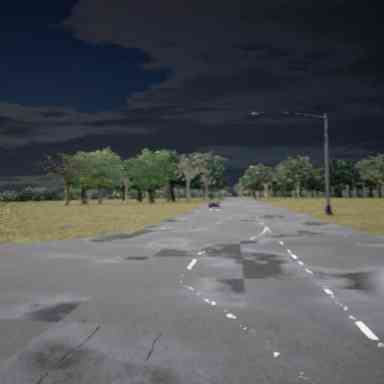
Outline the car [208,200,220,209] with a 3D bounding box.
[{"bbox_3d":[3.664,2.017,55.051,2.033,1.411,5.357,-1,-1,6],"label":"car"}]
